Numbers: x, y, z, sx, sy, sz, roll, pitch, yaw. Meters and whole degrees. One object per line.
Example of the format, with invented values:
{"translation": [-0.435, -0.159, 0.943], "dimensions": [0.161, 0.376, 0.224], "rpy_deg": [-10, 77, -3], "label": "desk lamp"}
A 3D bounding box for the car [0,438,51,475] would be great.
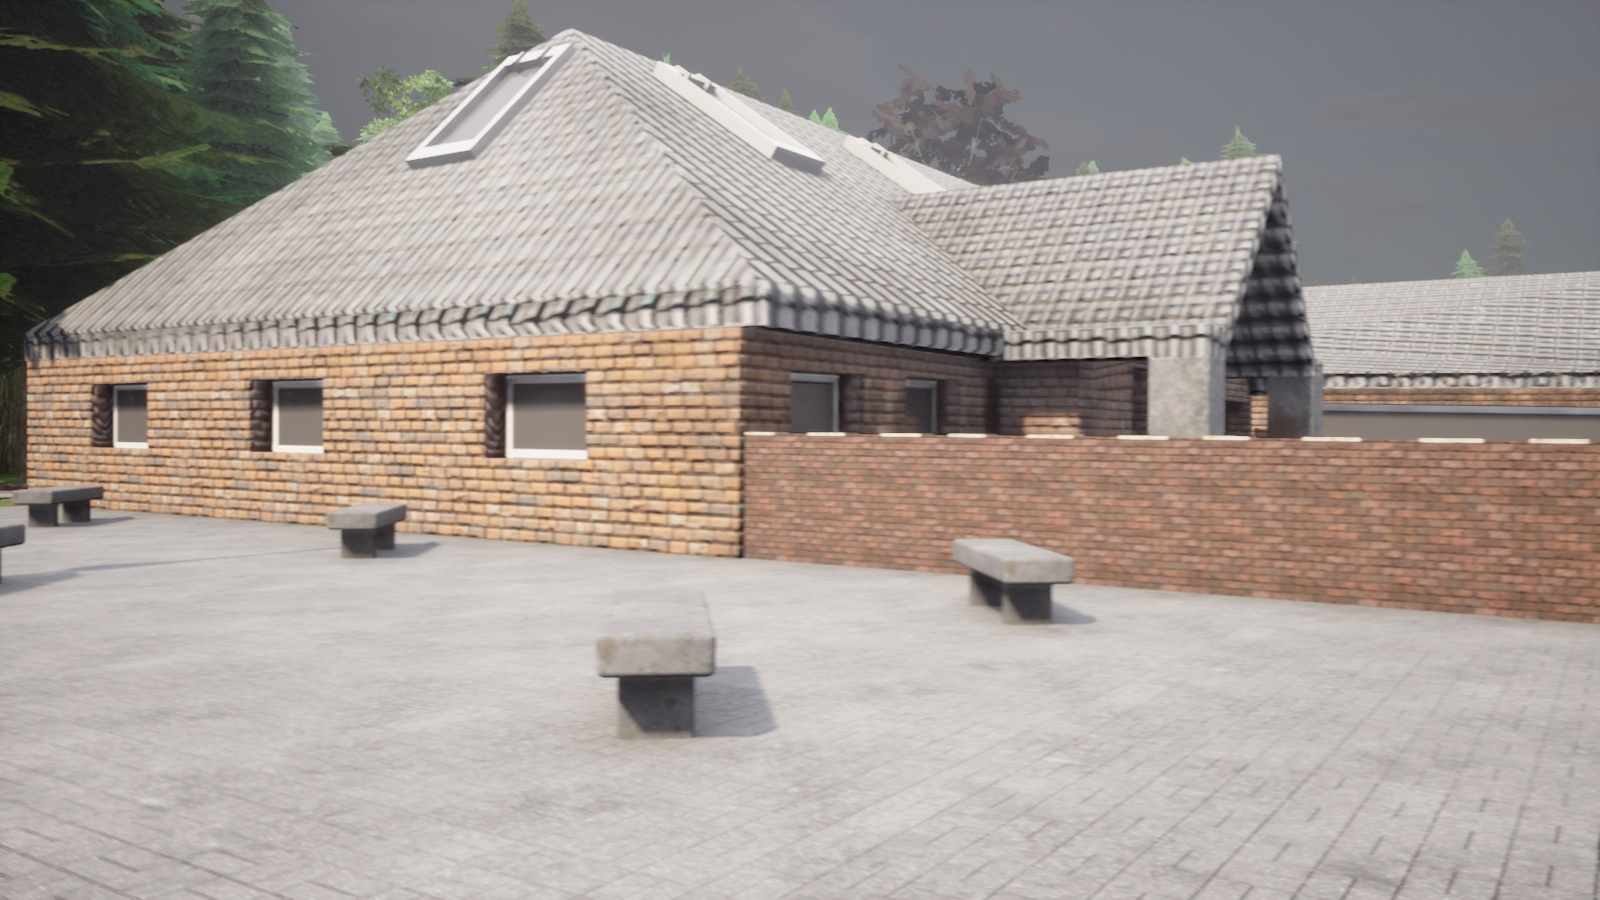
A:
{"translation": [-34.469, 0.304, 52.570], "dimensions": [1.882, 1.535, 5.008], "rpy_deg": [0, 1, 33], "label": "car"}
